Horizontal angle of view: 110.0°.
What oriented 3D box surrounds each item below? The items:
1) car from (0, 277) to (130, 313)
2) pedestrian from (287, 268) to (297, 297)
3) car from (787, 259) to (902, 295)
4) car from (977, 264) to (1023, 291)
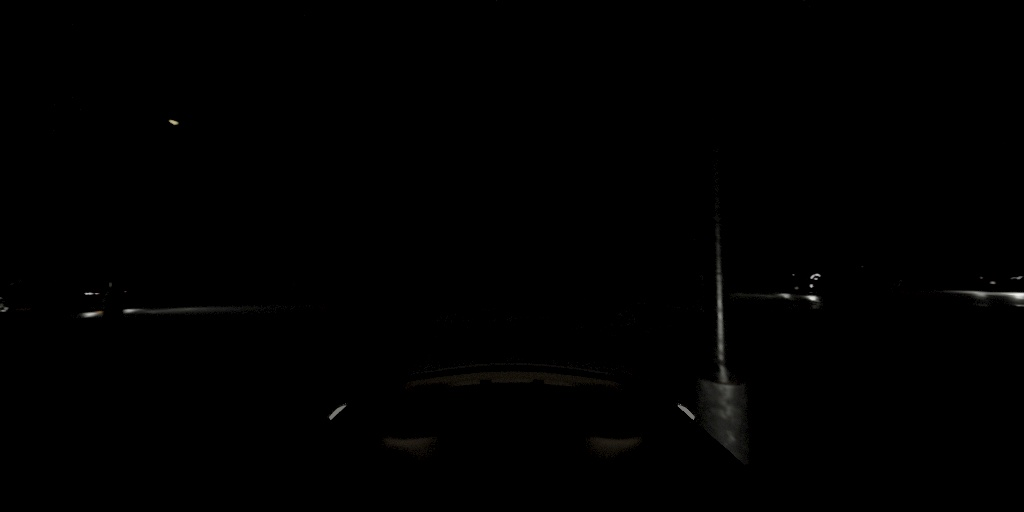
[{"bbox_3d":[-19.916,1.654,15.907,4.902,1.511,2.128,-1,-3,2],"label":"car"},{"bbox_3d":[-14.327,1.712,23.336,0.375,1.860,0.375,0,-2,2],"label":"pedestrian"},{"bbox_3d":[16.883,1.040,18.446,4.553,1.767,2.097,-1,-3,2],"label":"car"},{"bbox_3d":[26.727,1.044,18.128,4.674,1.442,1.812,-1,-3,2],"label":"car"}]
